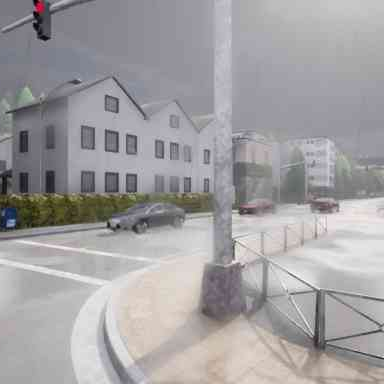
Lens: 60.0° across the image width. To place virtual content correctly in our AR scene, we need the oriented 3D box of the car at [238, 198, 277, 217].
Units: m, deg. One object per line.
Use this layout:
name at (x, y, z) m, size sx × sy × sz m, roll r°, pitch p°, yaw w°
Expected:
car at (5.784, 1.289, 28.961) m, size 1.882 × 1.535 × 5.008 m, roll 0°, pitch 0°, yaw 36°

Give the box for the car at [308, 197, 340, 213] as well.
car at (13.505, 1.289, 33.618) m, size 1.882 × 1.535 × 5.008 m, roll 0°, pitch 0°, yaw 35°

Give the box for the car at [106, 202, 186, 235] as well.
car at (-2.282, 1.303, 17.643) m, size 2.128 × 1.511 × 4.902 m, roll 0°, pitch 0°, yaw 36°

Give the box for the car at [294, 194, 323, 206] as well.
car at (14.572, 0.967, 41.346) m, size 2.033 × 1.411 × 5.357 m, roll 0°, pitch 0°, yaw 35°
